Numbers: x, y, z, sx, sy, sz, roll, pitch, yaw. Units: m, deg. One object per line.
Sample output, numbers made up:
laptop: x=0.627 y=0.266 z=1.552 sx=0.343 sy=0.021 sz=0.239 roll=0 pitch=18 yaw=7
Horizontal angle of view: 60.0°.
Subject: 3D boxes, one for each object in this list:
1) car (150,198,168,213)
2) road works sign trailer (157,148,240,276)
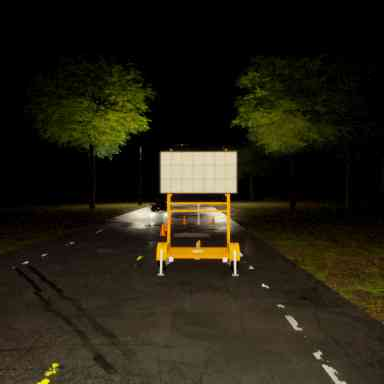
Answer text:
car: x=-3.551 y=1.507 z=37.531 sx=1.837 sy=1.490 sz=4.892 roll=0 pitch=0 yaw=0
road works sign trailer: x=0.206 y=0.459 z=10.326 sx=2.380 sy=3.560 sz=2.880 roll=0 pitch=0 yaw=2
